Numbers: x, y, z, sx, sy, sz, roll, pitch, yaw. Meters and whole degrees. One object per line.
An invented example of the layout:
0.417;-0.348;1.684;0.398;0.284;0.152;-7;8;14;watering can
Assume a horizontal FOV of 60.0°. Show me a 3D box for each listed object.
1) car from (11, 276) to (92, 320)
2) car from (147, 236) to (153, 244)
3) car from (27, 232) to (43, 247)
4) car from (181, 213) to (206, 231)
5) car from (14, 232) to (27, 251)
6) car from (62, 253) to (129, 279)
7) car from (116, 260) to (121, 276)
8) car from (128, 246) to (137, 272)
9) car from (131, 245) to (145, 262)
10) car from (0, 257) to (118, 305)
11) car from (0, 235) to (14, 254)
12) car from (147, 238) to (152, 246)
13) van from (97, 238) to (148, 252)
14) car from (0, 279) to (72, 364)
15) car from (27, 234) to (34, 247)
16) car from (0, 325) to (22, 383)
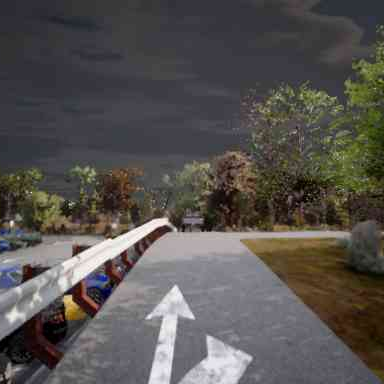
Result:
-7.052;4.670;13.543;5.366;1.575;1.946;2;-4;-20;car
-6.990;6.088;37.727;5.566;2.045;2.435;2;-4;-20;car
-23.979;6.708;46.756;5.566;2.045;2.435;1;-4;-20;car
0.100;2.569;28.023;2.128;1.511;4.902;0;-7;0;car
-23.910;6.305;40.886;5.566;2.045;2.435;1;-4;-20;car
-6.942;5.177;22.656;4.553;1.767;2.185;2;-5;-20;car
-6.933;5.124;19.628;4.792;1.488;2.163;2;-4;-20;car
-6.962;5.386;25.678;4.553;1.767;2.185;2;-4;-20;car
-6.930;5.720;28.683;4.892;1.521;2.231;2;-4;-20;car
-6.860;4.638;16.653;5.566;2.045;2.435;2;-4;-20;car
-23.900;6.102;37.933;5.566;2.045;2.435;1;-4;-20;car
-6.926;6.009;34.728;4.553;1.767;2.185;2;-4;-20;car
-6.838;5.705;31.759;4.442;1.987;1.878;2;-4;-20;van
-6.896;4.221;10.605;5.566;2.045;2.435;2;-4;-20;car
-23.926;6.788;43.826;4.792;1.488;2.163;1;-4;-20;car
-6.868;4.266;7.588;4.892;1.521;2.231;2;-4;-20;car
